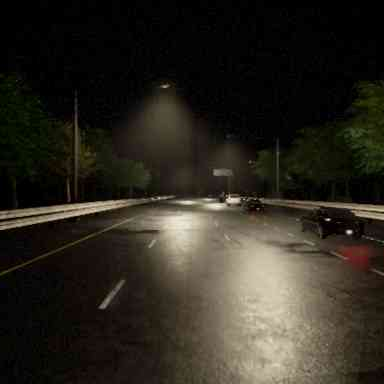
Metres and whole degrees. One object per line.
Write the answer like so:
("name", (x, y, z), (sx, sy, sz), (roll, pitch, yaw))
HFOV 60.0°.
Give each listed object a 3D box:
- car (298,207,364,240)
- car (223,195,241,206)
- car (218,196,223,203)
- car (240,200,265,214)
("car", (7.006, 1.546, 17.226), (1.837, 1.490, 4.892), (0, 0, 0))
("car", (7.150, 1.457, 57.901), (2.150, 2.045, 5.566), (0, 0, 0))
("car", (7.291, 1.666, 78.258), (2.097, 1.767, 4.553), (0, 0, 0))
("car", (7.057, 1.656, 37.845), (1.812, 1.442, 4.674), (0, 0, 0))
